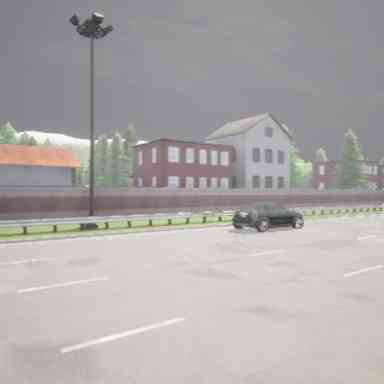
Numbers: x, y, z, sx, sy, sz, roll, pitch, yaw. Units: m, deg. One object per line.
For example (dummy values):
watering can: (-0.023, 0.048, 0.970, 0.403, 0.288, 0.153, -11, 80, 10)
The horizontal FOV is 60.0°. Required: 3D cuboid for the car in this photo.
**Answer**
car: (4.635, 1.356, 19.945, 4.553, 1.767, 2.097, 0, 0, -35)
